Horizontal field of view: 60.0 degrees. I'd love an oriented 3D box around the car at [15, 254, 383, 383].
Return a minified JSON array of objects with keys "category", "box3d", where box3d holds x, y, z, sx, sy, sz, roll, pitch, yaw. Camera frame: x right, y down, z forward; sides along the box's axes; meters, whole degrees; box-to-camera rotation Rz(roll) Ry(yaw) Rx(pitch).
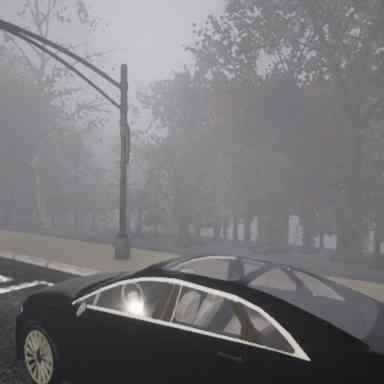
[{"category":"car","box3d":[-0.017,1.486,3.712,4.902,1.511,2.128,0,0,34]}]
